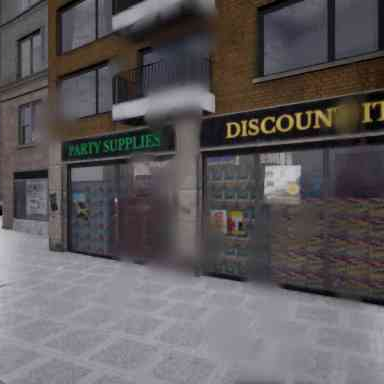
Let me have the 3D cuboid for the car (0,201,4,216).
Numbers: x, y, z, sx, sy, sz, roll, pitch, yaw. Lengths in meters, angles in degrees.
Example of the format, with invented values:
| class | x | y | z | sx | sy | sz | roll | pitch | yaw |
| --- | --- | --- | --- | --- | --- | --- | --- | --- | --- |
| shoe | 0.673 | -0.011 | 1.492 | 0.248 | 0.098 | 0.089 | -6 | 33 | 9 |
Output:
| class | x | y | z | sx | sy | sz | roll | pitch | yaw |
| --- | --- | --- | --- | --- | --- | --- | --- | --- | --- |
| car | -16.711 | 1.352 | 26.748 | 1.882 | 1.535 | 5.008 | 0 | 0 | 35 |
